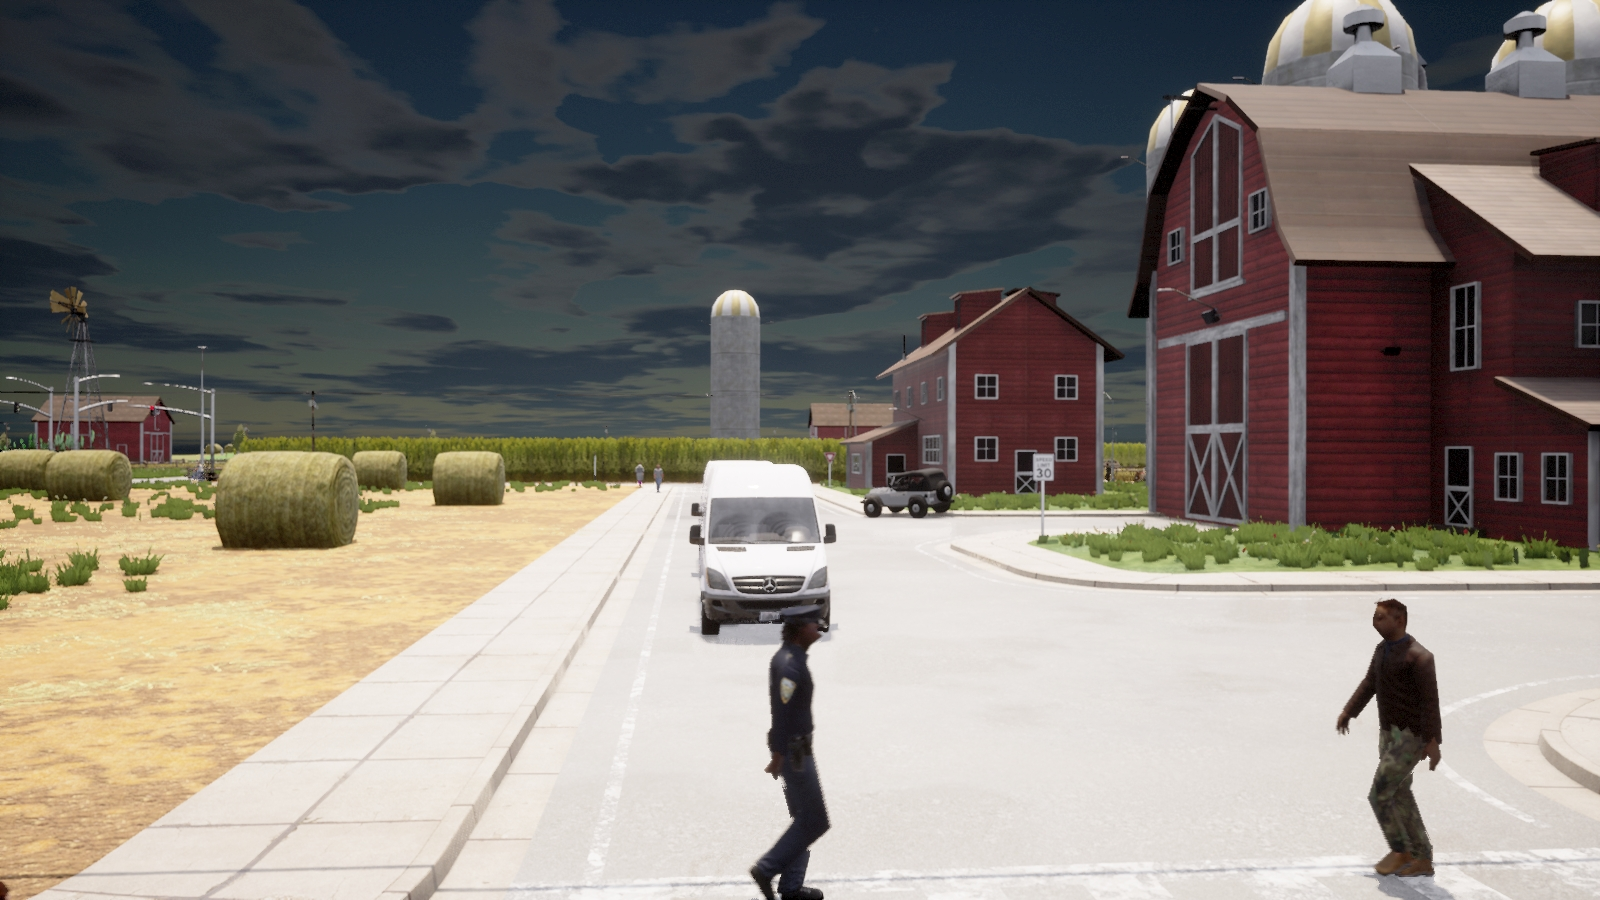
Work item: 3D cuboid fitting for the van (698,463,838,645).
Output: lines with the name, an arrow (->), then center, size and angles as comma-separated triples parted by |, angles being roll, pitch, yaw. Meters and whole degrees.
van -> -0.716, 1.525, 19.474 | 1.988, 2.561, 5.915 | 0, 0, -5

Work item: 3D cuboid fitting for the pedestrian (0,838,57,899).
pedestrian -> -3.158, 2.125, 4.286 | 0.500, 1.100, 0.500 | 0, 0, 41

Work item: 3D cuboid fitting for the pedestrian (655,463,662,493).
pedestrian -> -8.803, 1.727, 71.156 | 0.375, 1.860, 0.375 | 0, 0, -6

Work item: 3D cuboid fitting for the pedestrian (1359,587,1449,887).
pedestrian -> 3.923, 1.843, 7.438 | 0.375, 1.860, 0.375 | 0, 0, -3

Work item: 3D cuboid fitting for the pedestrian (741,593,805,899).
pedestrian -> -0.164, 1.829, 7.007 | 0.375, 1.860, 0.375 | 0, 0, -1
